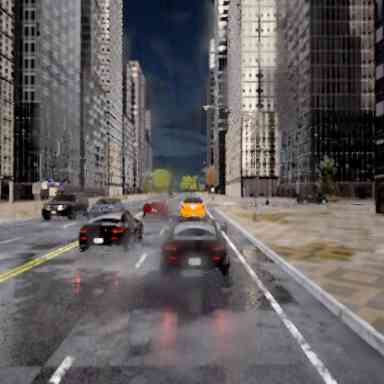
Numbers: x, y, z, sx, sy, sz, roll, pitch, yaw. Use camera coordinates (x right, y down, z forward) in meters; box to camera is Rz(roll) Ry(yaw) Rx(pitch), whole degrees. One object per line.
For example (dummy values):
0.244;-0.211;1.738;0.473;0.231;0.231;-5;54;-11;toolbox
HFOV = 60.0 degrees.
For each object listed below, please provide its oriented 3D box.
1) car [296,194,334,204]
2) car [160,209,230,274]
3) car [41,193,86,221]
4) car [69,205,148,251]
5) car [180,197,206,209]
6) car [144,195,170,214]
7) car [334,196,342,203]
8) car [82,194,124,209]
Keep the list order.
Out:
16.712;1.032;46.249;4.403;1.369;2.008;-1;0;-1;car
0.083;1.470;10.218;1.812;1.442;4.674;0;0;0;car
-9.821;1.082;26.403;2.150;2.045;5.566;0;0;0;car
-3.154;1.453;13.529;1.812;1.442;4.674;0;0;0;car
0.101;1.204;27.602;2.097;1.767;4.553;0;0;0;car
-3.141;1.320;29.497;1.882;1.535;5.008;0;0;0;car
21.998;1.046;54.694;4.829;1.417;1.752;-1;0;-1;car
-6.570;1.213;25.796;2.097;1.767;4.553;0;0;0;car
